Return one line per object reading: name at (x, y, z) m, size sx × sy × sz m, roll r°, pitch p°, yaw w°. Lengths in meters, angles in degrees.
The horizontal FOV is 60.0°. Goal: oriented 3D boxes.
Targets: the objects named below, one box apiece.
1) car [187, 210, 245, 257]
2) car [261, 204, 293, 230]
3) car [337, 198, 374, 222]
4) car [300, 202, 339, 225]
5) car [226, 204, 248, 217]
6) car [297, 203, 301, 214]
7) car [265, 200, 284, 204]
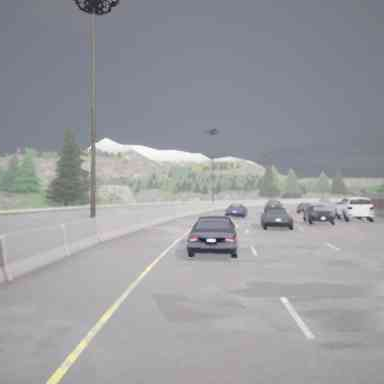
car at (0.906, 1.671, 13.478) m, size 2.033 × 1.411 × 5.357 m, roll 0°, pitch -1°, yaw 6°
car at (5.853, 1.780, 23.154) m, size 1.994 × 1.385 × 4.181 m, roll 0°, pitch -1°, yaw 10°
car at (14.249, 1.502, 29.356) m, size 2.150 × 2.045 × 5.566 m, roll 0°, pitch -1°, yaw 13°
car at (10.042, 1.776, 26.468) m, size 1.812 × 1.442 × 4.674 m, roll 0°, pitch -1°, yaw 12°
car at (4.596, 1.876, 33.864) m, size 1.994 × 1.385 × 4.181 m, roll 0°, pitch -1°, yaw 14°
car at (14.006, 1.950, 41.123) m, size 1.994 × 1.385 × 4.181 m, roll 0°, pitch -1°, yaw 18°
car at (9.639, 1.715, 38.932) m, size 2.097 × 1.767 × 4.553 m, roll 0°, pitch 0°, yaw 16°
